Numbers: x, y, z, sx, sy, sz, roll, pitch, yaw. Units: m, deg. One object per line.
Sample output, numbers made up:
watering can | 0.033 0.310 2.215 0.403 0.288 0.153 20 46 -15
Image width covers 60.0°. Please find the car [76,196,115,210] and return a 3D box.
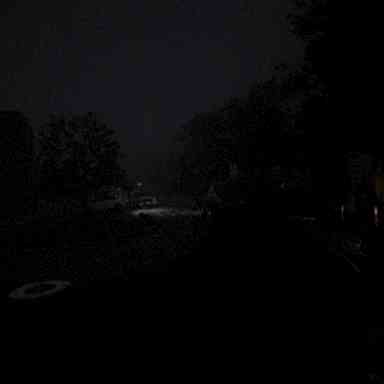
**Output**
car | -13.154 1.443 45.482 4.674 1.452 2.002 -6 3 -39

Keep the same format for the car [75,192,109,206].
car | -16.192 1.123 53.956 4.553 1.767 2.185 -6 3 -39

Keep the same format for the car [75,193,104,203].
car | -20.117 1.069 65.331 4.792 1.488 2.163 -6 3 -39

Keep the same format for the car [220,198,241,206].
car | 3.248 1.200 26.925 1.812 1.442 4.674 -4 3 -18

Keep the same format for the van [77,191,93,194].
van | -14.257 1.135 48.224 4.442 1.987 1.878 -6 4 -39

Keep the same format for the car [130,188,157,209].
car | -5.977 0.886 40.965 2.150 2.045 5.566 -4 2 -19

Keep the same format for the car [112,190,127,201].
car | -13.827 0.598 63.405 2.097 1.767 4.553 -4 2 -19

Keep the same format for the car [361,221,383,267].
car | 6.019 1.434 9.071 2.128 1.511 4.902 -3 0 16

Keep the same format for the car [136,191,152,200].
car | -9.013 0.573 62.053 1.994 1.385 4.181 -4 2 -19

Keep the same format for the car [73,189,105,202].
car | -21.130 0.740 68.150 5.566 2.045 2.435 -6 3 -39

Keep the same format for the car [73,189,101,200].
car | -24.126 0.598 76.653 5.566 2.045 2.435 -7 3 -39

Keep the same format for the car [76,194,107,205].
car | -17.150 1.234 56.810 4.674 1.452 2.002 -6 3 -39

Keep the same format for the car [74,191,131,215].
car | -10.162 1.309 36.953 5.566 2.045 2.435 -6 4 -39

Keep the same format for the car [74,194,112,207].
car | -15.146 1.297 51.143 5.008 1.535 2.097 -6 4 -39

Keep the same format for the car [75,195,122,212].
car | -12.003 1.435 42.769 5.366 1.575 1.946 -6 3 -39
